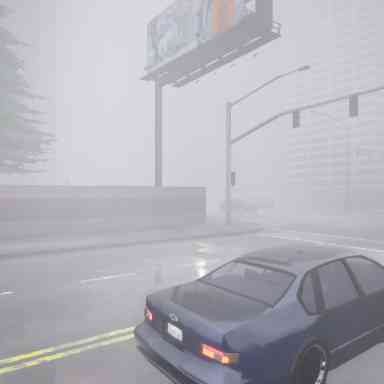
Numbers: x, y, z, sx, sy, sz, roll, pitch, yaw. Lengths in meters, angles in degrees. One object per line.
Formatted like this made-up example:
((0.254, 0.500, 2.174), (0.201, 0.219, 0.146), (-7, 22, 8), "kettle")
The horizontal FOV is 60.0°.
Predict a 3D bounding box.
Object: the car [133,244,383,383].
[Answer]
((1.832, 1.547, 5.069), (5.357, 1.411, 2.033), (0, 0, -37), "car")

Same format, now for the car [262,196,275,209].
((8.704, 1.352, 44.230), (2.097, 1.767, 4.553), (0, 0, -35), "car")

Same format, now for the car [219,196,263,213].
((5.092, 1.478, 36.865), (1.882, 1.535, 5.008), (0, 0, -35), "car")
